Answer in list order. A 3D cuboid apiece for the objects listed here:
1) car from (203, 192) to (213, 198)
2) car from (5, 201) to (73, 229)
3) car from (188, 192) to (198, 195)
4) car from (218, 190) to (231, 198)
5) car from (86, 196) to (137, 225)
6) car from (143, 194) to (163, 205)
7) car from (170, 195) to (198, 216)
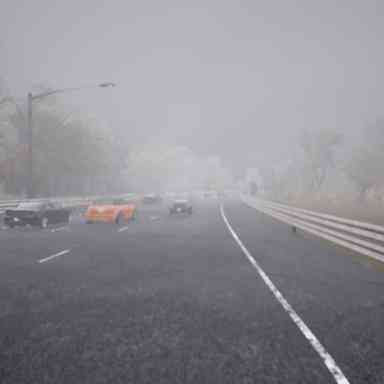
[{"bbox_3d":[3.955,0.722,81.525,1.837,1.490,4.892,0,0,11],"label":"car"},{"bbox_3d":[-8.880,1.274,19.834,1.882,1.535,5.008,0,1,6],"label":"car"},{"bbox_3d":[0.322,0.760,81.164,2.128,1.511,4.902,0,0,11],"label":"car"},{"bbox_3d":[7.597,0.435,81.918,2.150,2.045,5.566,0,0,11],"label":"car"},{"bbox_3d":[-5.141,1.121,21.825,2.097,1.767,4.553,0,1,6],"label":"car"},{"bbox_3d":[-5.437,1.023,46.802,1.882,1.535,5.008,0,1,8],"label":"car"},{"bbox_3d":[-0.755,1.221,29.007,1.812,1.442,4.674,0,1,7],"label":"car"}]
